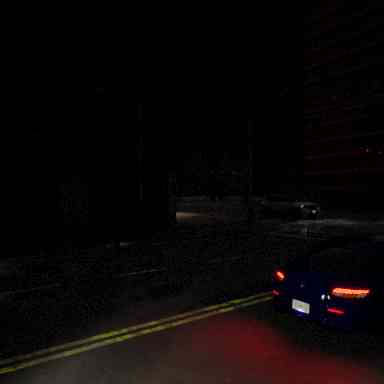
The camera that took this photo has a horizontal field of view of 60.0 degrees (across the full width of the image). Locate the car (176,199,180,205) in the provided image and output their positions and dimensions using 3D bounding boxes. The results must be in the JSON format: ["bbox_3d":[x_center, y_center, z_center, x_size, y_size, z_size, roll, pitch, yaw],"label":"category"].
[{"bbox_3d":[-4.198,1.544,58.807,4.181,1.385,1.994,0,0,-35],"label":"car"}]

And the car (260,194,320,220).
[{"bbox_3d":[8.377,1.222,28.954,2.150,2.045,5.566,0,0,-30],"label":"car"}]

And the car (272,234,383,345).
[{"bbox_3d":[3.489,1.526,6.257,4.674,1.442,1.812,0,0,-35],"label":"car"}]
